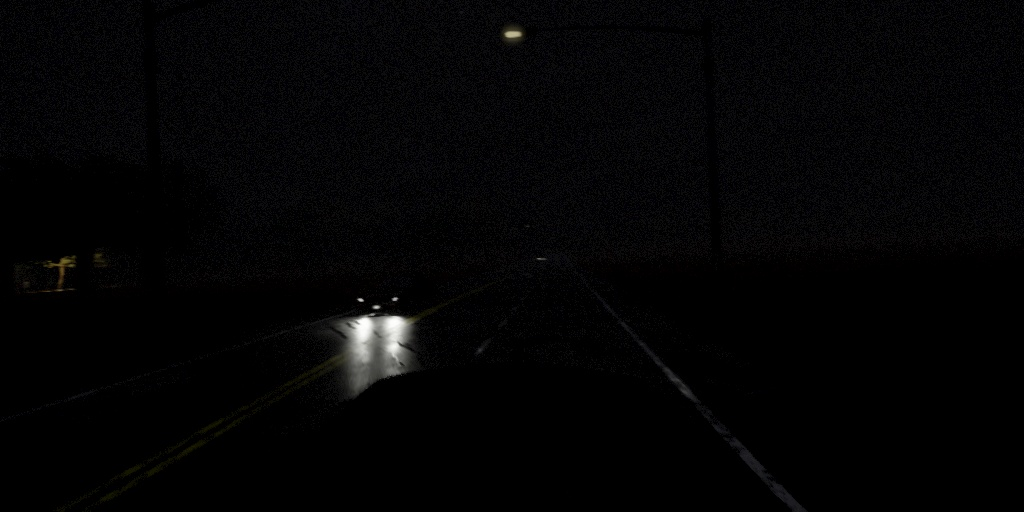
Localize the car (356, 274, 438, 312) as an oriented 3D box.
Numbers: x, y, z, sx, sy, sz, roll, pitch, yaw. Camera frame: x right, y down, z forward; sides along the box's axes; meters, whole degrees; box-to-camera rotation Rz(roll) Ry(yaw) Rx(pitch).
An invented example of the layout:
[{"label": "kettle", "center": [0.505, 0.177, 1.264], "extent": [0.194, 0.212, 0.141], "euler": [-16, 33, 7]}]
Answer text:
[{"label": "car", "center": [-4.893, 1.562, 16.235], "extent": [2.033, 1.411, 5.357], "euler": [-2, 0, 6]}]
